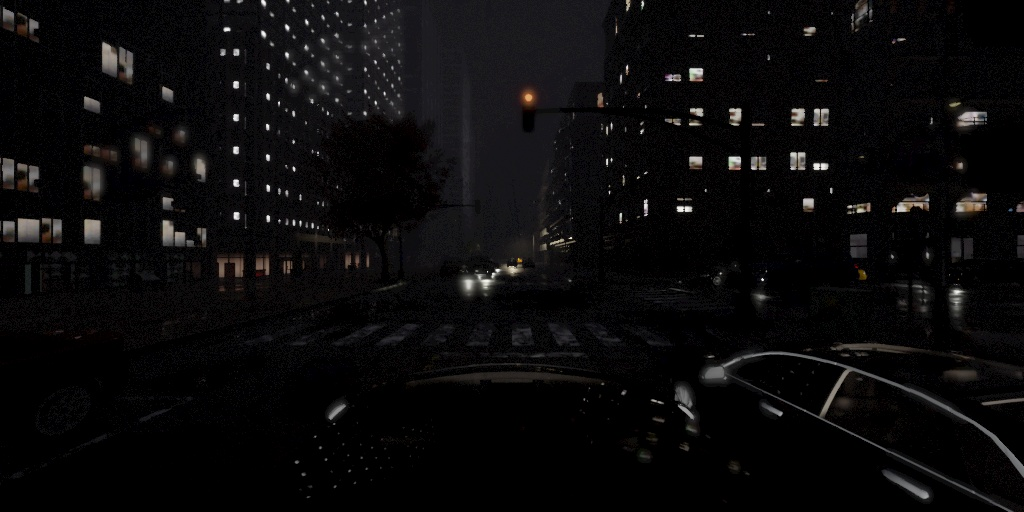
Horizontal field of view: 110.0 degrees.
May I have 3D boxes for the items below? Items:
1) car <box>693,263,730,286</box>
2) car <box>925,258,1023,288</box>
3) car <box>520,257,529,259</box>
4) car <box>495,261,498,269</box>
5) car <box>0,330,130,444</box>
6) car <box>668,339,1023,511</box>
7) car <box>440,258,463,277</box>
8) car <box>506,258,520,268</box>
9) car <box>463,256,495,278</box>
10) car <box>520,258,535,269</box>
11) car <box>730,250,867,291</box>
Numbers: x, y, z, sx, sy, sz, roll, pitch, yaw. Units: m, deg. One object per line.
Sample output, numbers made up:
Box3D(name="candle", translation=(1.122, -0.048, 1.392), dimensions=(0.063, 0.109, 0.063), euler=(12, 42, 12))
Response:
Box3D(name="car", translation=(13.444, 1.095, 22.003), dimensions=(4.403, 1.370, 2.007), euler=(0, 0, -1))
Box3D(name="car", translation=(25.527, 0.883, 19.529), dimensions=(4.892, 1.490, 1.837), euler=(-1, 0, -1))
Box3D(name="car", translation=(2.719, 1.316, 62.763), dimensions=(1.751, 1.417, 4.829), euler=(0, 0, 0))
Box3D(name="car", translation=(-3.079, 1.298, 44.860), dimensions=(1.812, 1.442, 4.674), euler=(0, 0, 0))
Box3D(name="car", translation=(-5.692, 1.295, 2.597), dimensions=(1.888, 1.381, 4.507), euler=(0, 0, 0))
Box3D(name="car", translation=(2.689, 1.300, 2.592), dimensions=(2.007, 1.370, 4.403), euler=(0, 0, 0))
Box3D(name="car", translation=(-5.676, 1.079, 34.984), dimensions=(2.192, 1.841, 5.009), euler=(0, 0, 0))
Box3D(name="car", translation=(0.029, 1.284, 64.303), dimensions=(2.128, 1.511, 4.902), euler=(0, 0, 0))
Box3D(name="car", translation=(-3.084, 0.986, 34.609), dimensions=(2.150, 2.045, 5.566), euler=(0, 0, 0))
Box3D(name="car", translation=(2.717, 1.349, 57.071), dimensions=(1.948, 1.339, 4.313), euler=(0, 0, 0))
Box3D(name="car", translation=(15.427, 0.740, 19.433), dimensions=(5.566, 2.045, 2.150), euler=(-1, 0, -1))
